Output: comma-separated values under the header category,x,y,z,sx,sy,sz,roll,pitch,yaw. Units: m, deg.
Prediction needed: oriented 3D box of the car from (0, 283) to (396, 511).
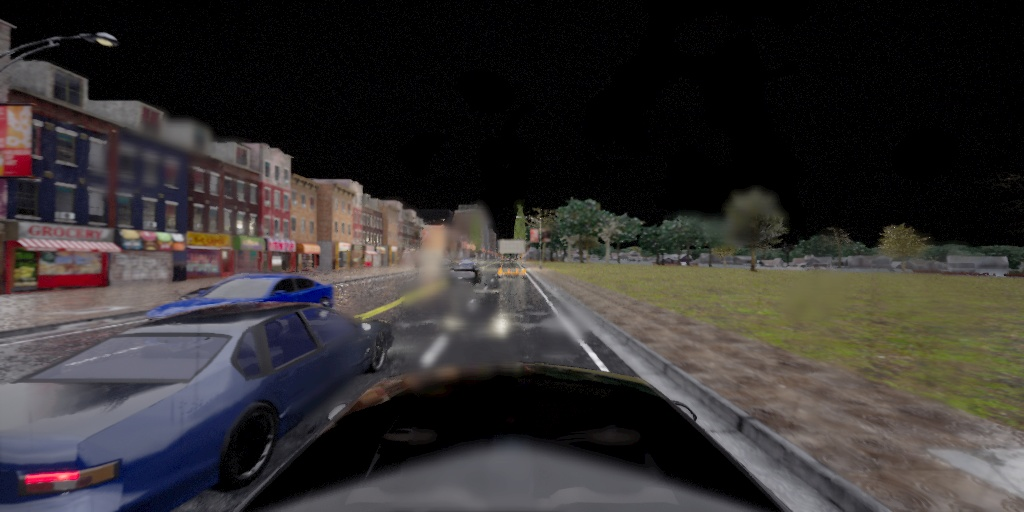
category,x,y,z,sx,sy,sz,roll,pitch,yaw
car,-3.151,1.298,4.475,2.033,1.411,5.357,0,0,0

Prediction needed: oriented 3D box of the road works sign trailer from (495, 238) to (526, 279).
category,x,y,z,sx,sy,sz,roll,pitch,yaw
road works sign trailer,-0.001,0.211,31.835,2.380,3.560,2.880,0,0,0

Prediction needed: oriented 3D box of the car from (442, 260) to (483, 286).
category,x,y,z,sx,sy,sz,roll,pitch,yaw
car,-3.152,1.240,24.855,2.128,1.511,4.902,0,0,0

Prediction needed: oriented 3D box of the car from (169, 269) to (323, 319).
category,x,y,z,sx,sy,sz,roll,pitch,yaw
car,-9.852,1.298,14.041,2.033,1.411,5.357,0,0,0

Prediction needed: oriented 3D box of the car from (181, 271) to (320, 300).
category,x,y,z,sx,sy,sz,roll,pitch,yaw
car,-6.601,1.228,9.418,1.882,1.535,5.008,0,0,0

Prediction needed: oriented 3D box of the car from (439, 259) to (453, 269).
category,x,y,z,sx,sy,sz,roll,pitch,yaw
car,-9.811,1.243,54.646,1.837,1.490,4.892,0,0,0
